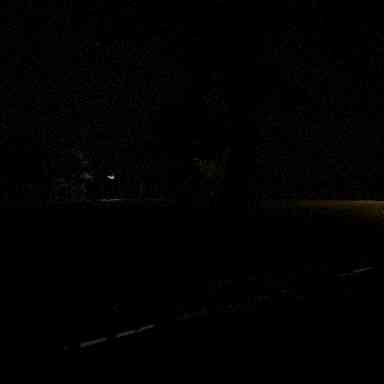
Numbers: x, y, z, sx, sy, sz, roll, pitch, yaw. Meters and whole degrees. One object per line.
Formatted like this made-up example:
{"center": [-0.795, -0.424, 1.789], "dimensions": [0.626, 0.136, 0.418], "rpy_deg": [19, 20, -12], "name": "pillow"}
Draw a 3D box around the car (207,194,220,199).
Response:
{"center": [6.167, 1.353, 94.586], "dimensions": [1.882, 1.535, 5.008], "rpy_deg": [2, -2, -28], "name": "car"}
